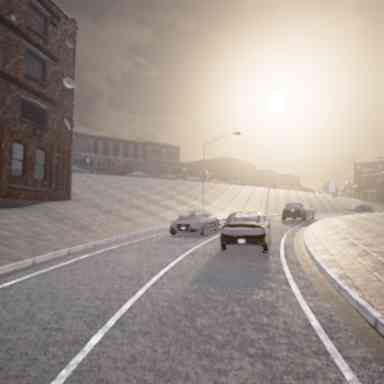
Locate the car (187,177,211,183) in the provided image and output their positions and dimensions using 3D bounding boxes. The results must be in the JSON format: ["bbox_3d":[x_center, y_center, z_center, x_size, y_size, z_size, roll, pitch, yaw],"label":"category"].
[{"bbox_3d":[0.531,-1.983,61.675,4.674,1.452,2.002,3,-5,-35],"label":"car"}]

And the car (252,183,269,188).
[{"bbox_3d":[13.773,-1.143,71.976,4.792,1.488,2.163,4,-6,-39],"label":"car"}]

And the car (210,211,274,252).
[{"bbox_3d":[2.410,1.575,14.319,2.128,1.511,4.902,-1,-1,15],"label":"car"}]

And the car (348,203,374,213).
[{"bbox_3d":[26.300,2.500,51.783,4.902,1.511,2.128,1,-4,-33],"label":"car"}]

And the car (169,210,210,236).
[{"bbox_3d":[0.208,1.767,19.595,1.994,1.385,4.181,-1,-1,20],"label":"car"}]

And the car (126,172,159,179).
[{"bbox_3d":[-8.543,-2.522,55.362,4.892,1.521,2.231,3,-5,-34],"label":"car"}]

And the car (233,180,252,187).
[{"bbox_3d":[9.339,-1.595,68.374,4.553,1.767,2.185,4,-5,-38],"label":"car"}]

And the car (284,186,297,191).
[{"bbox_3d":[22.034,-0.583,79.127,4.892,1.521,2.231,4,-6,-41],"label":"car"}]

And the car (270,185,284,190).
[{"bbox_3d":[17.979,-0.840,75.537,4.674,1.452,2.002,4,-6,-40],"label":"car"}]

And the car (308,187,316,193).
[{"bbox_3d":[30.207,-0.144,86.843,5.566,2.045,2.435,5,-6,-44],"label":"car"}]

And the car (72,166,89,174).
[{"bbox_3d":[-17.582,-3.092,49.221,4.553,1.767,2.185,3,-5,-34],"label":"car"}]

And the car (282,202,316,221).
[{"bbox_3d":[9.993,1.695,30.912,2.097,1.767,4.553,-2,-2,33],"label":"car"}]

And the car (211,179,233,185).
[{"bbox_3d":[4.981,-1.749,64.982,5.008,1.535,2.097,4,-5,-37],"label":"car"}]

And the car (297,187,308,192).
[{"bbox_3d":[26.165,-0.377,82.958,4.553,1.767,2.185,5,-6,-43],"label":"car"}]

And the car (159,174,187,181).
[{"bbox_3d":[-3.988,-2.285,58.470,4.892,1.521,2.231,3,-5,-34],"label":"car"}]
